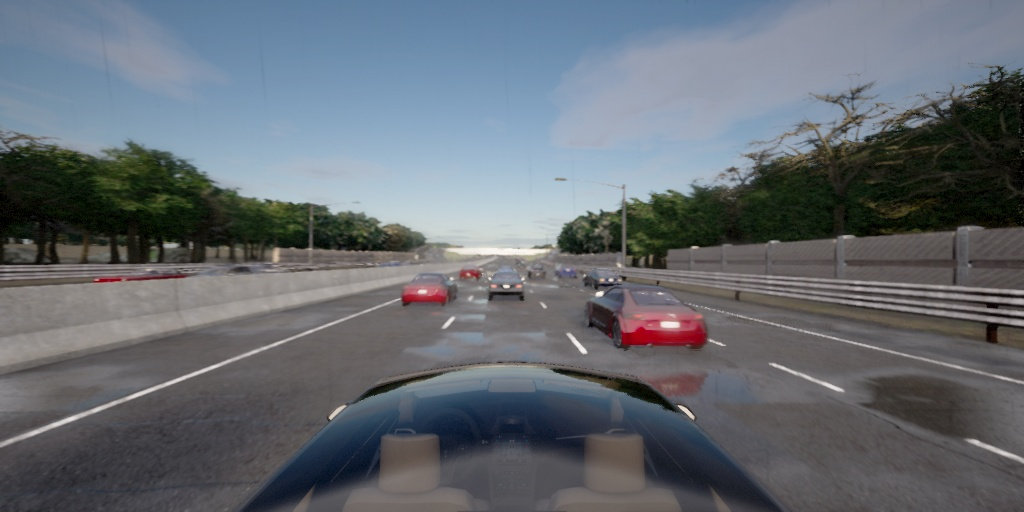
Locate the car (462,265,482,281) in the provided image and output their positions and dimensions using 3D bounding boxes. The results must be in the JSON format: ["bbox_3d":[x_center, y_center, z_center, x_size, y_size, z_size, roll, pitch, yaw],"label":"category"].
[{"bbox_3d":[-4.101,1.635,36.109,1.882,1.535,5.008,1,-1,-1],"label":"car"}]

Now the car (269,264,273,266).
[{"bbox_3d":[-25.299,1.516,36.241,1.994,1.385,4.181,1,-1,-1],"label":"car"}]

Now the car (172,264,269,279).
[{"bbox_3d":[-18.066,1.354,22.578,1.837,1.490,4.892,1,-1,-1],"label":"car"}]

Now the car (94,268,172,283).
[{"bbox_3d":[-21.545,1.400,21.344,1.895,1.301,4.718,1,-1,-1],"label":"car"}]

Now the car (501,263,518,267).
[{"bbox_3d":[-0.672,1.796,40.685,2.033,1.411,5.357,1,-1,-1],"label":"car"}]

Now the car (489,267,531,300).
[{"bbox_3d":[-0.308,1.531,19.583,2.033,1.411,5.357,1,-1,-1],"label":"car"}]

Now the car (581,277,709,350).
[{"bbox_3d":[3.296,1.450,9.567,1.994,1.385,4.181,1,-1,-1],"label":"car"}]

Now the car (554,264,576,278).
[{"bbox_3d":[6.300,1.692,42.585,2.097,1.767,4.553,1,-1,-1],"label":"car"}]

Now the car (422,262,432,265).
[{"bbox_3d":[-15.095,1.878,62.963,2.128,1.511,4.902,1,-1,0],"label":"car"}]

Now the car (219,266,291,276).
[{"bbox_3d":[-14.547,1.469,21.467,1.895,1.301,4.718,1,-1,-1],"label":"car"}]

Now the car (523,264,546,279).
[{"bbox_3d":[2.734,1.767,40.111,2.128,1.511,4.902,1,-1,-1],"label":"car"}]

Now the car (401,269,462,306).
[{"bbox_3d":[-3.756,1.478,16.912,1.994,1.385,4.181,1,-1,-1],"label":"car"}]

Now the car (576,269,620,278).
[{"bbox_3d":[6.567,1.689,26.577,2.033,1.411,5.357,1,-1,-2],"label":"car"}]
